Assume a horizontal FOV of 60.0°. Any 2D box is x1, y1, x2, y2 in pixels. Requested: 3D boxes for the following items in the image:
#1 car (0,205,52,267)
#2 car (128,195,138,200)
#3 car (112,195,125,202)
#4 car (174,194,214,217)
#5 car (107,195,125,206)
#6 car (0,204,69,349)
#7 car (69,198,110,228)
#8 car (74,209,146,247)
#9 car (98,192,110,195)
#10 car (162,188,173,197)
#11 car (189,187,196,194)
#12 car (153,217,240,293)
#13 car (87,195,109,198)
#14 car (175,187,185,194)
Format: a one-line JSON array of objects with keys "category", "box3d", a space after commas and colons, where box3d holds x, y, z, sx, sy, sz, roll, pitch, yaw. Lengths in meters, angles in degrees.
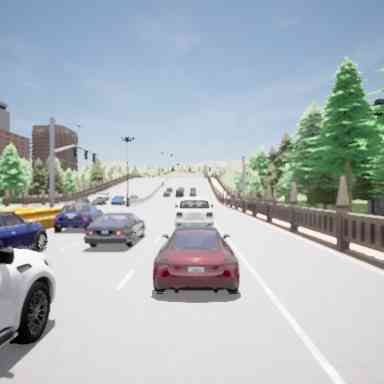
[{"category": "car", "box3d": [-6.881, 1.412, 11.557, 2.097, 1.767, 4.553, 0, 0, 0]}, {"category": "car", "box3d": [-13.836, 1.356, 78.387, 1.812, 1.442, 4.674, 0, 3, 0]}, {"category": "car", "box3d": [-17.335, 1.423, 78.480, 1.895, 1.301, 4.718, 0, 3, 0]}, {"category": "car", "box3d": [0.133, 1.325, 19.732, 2.150, 2.045, 5.566, 0, 0, 0]}, {"category": "car", "box3d": [-13.935, 1.791, 62.308, 1.882, 1.535, 5.008, 0, 0, 1]}, {"category": "car", "box3d": [-3.397, 1.237, 3.311, 2.150, 2.045, 5.566, 0, -1, 0]}, {"category": "car", "box3d": [-6.916, 1.461, 21.019, 2.097, 1.767, 4.553, 0, 0, -1]}, {"category": "car", "box3d": [-3.379, 1.628, 15.436, 2.033, 1.411, 5.357, 0, 0, 0]}, {"category": "car", "box3d": [-20.834, 1.039, 78.702, 2.150, 2.045, 5.566, 0, 3, 0]}, {"category": "car", "box3d": [-6.759, 0.436, 88.947, 1.812, 1.442, 4.674, 0, 7, 0]}, {"category": "car", "box3d": [0.241, 0.437, 88.896, 2.128, 1.511, 4.902, 0, 7, 0]}, {"category": "car", "box3d": [0.109, 1.612, 9.009, 1.994, 1.385, 4.181, 0, 0, 1]}, {"category": "car", "box3d": [-17.431, 1.804, 62.403, 2.128, 1.511, 4.902, 0, 0, 1]}, {"category": "car", "box3d": [-3.262, 0.176, 88.502, 2.150, 2.045, 5.566, 0, 7, 0]}]
